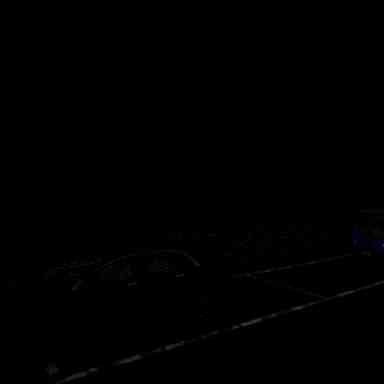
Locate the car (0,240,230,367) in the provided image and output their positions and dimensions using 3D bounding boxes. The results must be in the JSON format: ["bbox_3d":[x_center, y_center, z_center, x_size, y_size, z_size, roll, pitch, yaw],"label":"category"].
[{"bbox_3d":[-1.330,1.572,5.697,4.403,1.369,2.008,1,0,-36],"label":"car"}]

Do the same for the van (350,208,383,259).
[{"bbox_3d":[7.282,1.468,11.842,3.998,1.788,1.690,1,0,-36],"label":"van"}]
